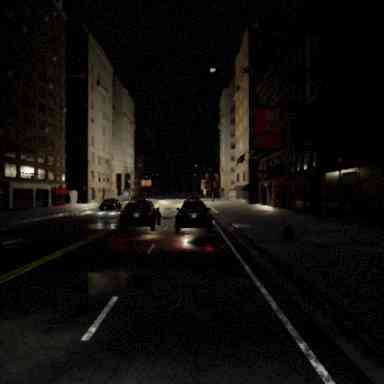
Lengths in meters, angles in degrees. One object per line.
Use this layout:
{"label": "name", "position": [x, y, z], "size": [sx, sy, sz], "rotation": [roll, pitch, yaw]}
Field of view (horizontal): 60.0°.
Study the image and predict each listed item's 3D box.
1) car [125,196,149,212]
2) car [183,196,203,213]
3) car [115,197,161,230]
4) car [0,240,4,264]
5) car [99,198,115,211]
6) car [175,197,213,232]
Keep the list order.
{"label": "car", "position": [-6.589, 1.358, 40.027], "size": [2.097, 1.767, 4.553], "rotation": [0, 0, 1]}
{"label": "car", "position": [0.103, 1.355, 37.948], "size": [2.097, 1.767, 4.553], "rotation": [0, 0, 0]}
{"label": "car", "position": [-3.150, 1.348, 20.945], "size": [2.097, 1.767, 4.553], "rotation": [0, 0, 0]}
{"label": "car", "position": [-6.600, 1.560, 8.229], "size": [1.994, 1.385, 4.181], "rotation": [0, 0, 0]}
{"label": "car", "position": [-9.847, 1.508, 40.163], "size": [1.837, 1.490, 4.892], "rotation": [0, 0, 0]}
{"label": "car", "position": [0.101, 1.348, 20.251], "size": [2.097, 1.767, 4.553], "rotation": [0, 0, 0]}
